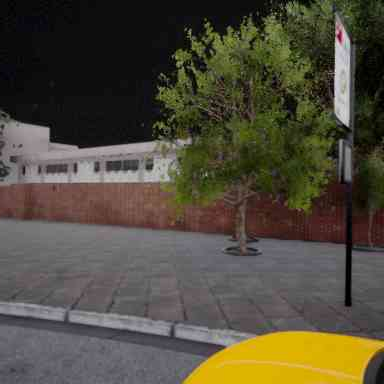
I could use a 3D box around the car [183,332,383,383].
[{"bbox_3d":[2.167,1.479,1.468,5.008,1.535,1.882,0,0,29],"label":"car"}]
